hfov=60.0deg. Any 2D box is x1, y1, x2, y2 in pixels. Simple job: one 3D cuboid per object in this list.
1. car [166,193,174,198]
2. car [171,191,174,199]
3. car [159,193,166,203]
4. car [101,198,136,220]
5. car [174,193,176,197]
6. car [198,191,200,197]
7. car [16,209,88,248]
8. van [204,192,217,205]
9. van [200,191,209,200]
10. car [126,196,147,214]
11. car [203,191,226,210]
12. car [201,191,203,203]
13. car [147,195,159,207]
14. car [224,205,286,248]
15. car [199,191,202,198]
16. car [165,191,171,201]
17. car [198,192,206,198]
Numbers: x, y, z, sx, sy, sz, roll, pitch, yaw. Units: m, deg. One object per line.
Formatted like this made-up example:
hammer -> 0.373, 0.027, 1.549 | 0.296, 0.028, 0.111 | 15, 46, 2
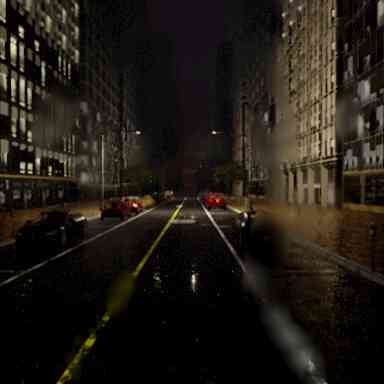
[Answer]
car -> -5.735, 0.848, 87.926 | 1.802, 1.307, 4.206 | -1, 0, 0
car -> -5.731, 0.802, 76.558 | 1.967, 1.590, 4.097 | -1, 0, 0
car -> -5.721, 1.120, 53.826 | 1.947, 1.339, 4.313 | -1, 0, 0
car -> -5.708, 1.372, 25.408 | 1.802, 1.307, 4.206 | -1, 0, 0
car -> -5.735, 0.629, 82.241 | 2.192, 1.841, 5.009 | -1, 0, 0
car -> 2.653, 0.898, 65.195 | 1.967, 1.590, 4.097 | -1, 0, 0
car -> -5.704, 1.434, 14.041 | 2.008, 1.369, 4.403 | -1, 0, 0
van -> 2.660, 0.942, 48.144 | 1.690, 1.788, 3.998 | -1, 0, 0
van -> 2.650, 0.751, 70.877 | 1.690, 1.788, 3.998 | -1, 0, 0
car -> -5.712, 1.183, 31.090 | 1.967, 1.590, 4.097 | -1, 0, 0
car -> 2.665, 1.011, 36.777 | 2.192, 1.841, 5.009 | -1, 0, 0
car -> 2.662, 0.963, 42.461 | 2.192, 1.841, 5.009 | -1, 0, 0
car -> -5.716, 1.175, 42.288 | 1.752, 1.417, 4.829 | -1, 0, 0
car -> 2.677, 1.434, 14.044 | 2.008, 1.369, 4.403 | -1, 0, 0
car -> 2.659, 0.994, 53.828 | 1.967, 1.590, 4.097 | -1, 0, 0
car -> -5.726, 1.009, 65.192 | 2.008, 1.369, 4.403 | -1, 0, 0
car -> 2.645, 0.816, 87.930 | 2.008, 1.369, 4.403 | -1, 0, 0
